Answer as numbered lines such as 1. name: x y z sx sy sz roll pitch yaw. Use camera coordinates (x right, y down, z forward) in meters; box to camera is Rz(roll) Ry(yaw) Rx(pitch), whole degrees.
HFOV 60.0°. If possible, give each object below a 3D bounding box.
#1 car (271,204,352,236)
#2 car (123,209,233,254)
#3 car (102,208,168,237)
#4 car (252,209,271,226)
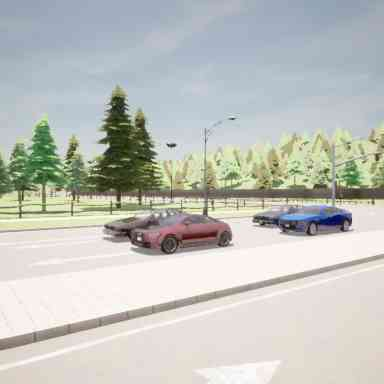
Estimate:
1. car: 6.990 1.478 18.700 5.008 1.535 1.882 0 0 -35
2. car: -0.345 1.564 13.546 4.181 1.385 1.994 0 0 -36
3. car: -1.705 1.547 16.869 5.357 1.411 2.033 0 0 -35
4. car: 6.531 1.547 22.643 5.357 1.411 2.033 0 0 -35
